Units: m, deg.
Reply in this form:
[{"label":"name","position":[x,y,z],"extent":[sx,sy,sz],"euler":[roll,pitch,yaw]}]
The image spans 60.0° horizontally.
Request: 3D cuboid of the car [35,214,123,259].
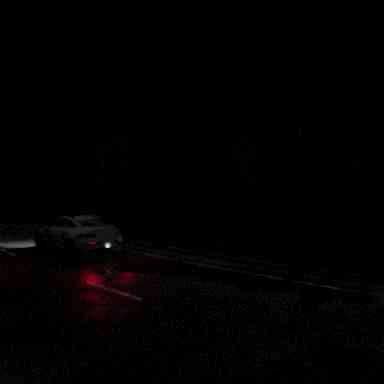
[{"label":"car","position":[-4.463,1.579,12.913],"extent":[1.812,1.442,4.674],"euler":[0,0,-44]}]
